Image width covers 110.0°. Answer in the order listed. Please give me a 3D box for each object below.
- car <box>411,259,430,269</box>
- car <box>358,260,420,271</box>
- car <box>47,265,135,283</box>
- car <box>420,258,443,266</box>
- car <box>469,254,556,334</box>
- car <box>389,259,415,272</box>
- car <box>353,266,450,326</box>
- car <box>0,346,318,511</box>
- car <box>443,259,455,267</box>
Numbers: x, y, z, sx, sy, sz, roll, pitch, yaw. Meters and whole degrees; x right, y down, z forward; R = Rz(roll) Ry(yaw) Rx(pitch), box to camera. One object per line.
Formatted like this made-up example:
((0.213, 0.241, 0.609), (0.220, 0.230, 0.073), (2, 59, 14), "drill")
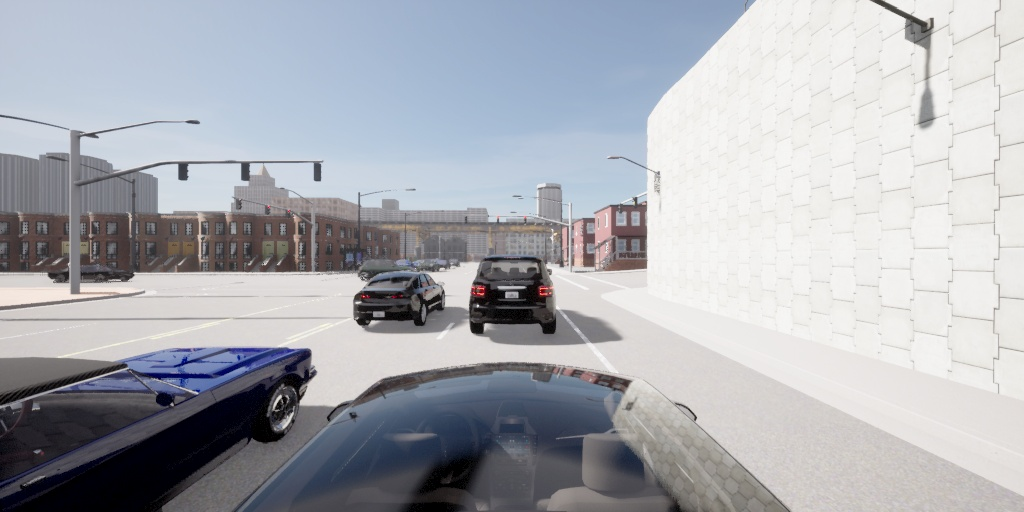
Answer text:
((-14.107, 1.274, 55.665), (1.812, 1.442, 4.674), (0, 0, 0), "car")
((-10.267, 1.102, 29.515), (4.553, 1.767, 2.097), (0, 0, -21), "car")
((-31.633, 1.351, 27.091), (4.718, 1.301, 1.895), (0, 0, 0), "car")
((-10.597, 1.102, 45.533), (2.097, 1.767, 4.553), (0, 0, 0), "car")
((0.061, 0.971, 10.761), (2.150, 2.045, 5.566), (0, 0, 1), "car")
((-14.111, 1.228, 46.325), (1.882, 1.535, 5.008), (0, 0, 0), "car")
((-3.423, 1.255, 11.651), (1.837, 1.490, 4.892), (0, 0, 0), "car")
((-3.397, 1.351, 2.397), (1.895, 1.301, 4.718), (0, 0, 0), "car")
((-10.608, 1.297, 55.001), (2.033, 1.411, 5.357), (0, 0, 0), "car")
